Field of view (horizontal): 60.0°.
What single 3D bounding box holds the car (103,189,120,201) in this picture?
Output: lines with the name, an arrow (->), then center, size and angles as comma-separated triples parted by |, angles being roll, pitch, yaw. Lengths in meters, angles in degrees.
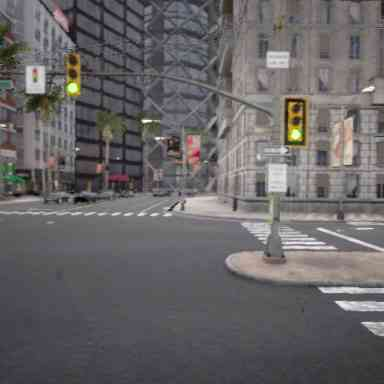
car -> -12.687, 0.514, 50.170 | 1.837, 1.490, 4.892 | 1, 1, 1

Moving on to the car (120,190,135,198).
car -> -11.799, 0.414, 60.158 | 1.994, 1.385, 4.181 | 1, 1, 10

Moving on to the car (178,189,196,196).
car -> -1.042, 0.045, 76.642 | 2.097, 1.767, 4.553 | 1, 1, 38

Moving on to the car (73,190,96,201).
car -> -16.188, 0.472, 50.415 | 1.837, 1.490, 4.892 | 1, 1, 1

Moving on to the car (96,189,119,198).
car -> -15.291, 0.297, 60.558 | 2.128, 1.511, 4.902 | 1, 1, 10

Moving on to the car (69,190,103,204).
car -> -12.822, 0.772, 40.472 | 1.895, 1.301, 4.718 | 1, 1, 1

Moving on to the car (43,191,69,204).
car -> -16.320, 0.637, 40.531 | 1.837, 1.490, 4.892 | 1, 1, 1

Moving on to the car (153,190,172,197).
car -> -6.029, 0.338, 67.455 | 2.033, 1.411, 5.357 | 1, 1, 23
